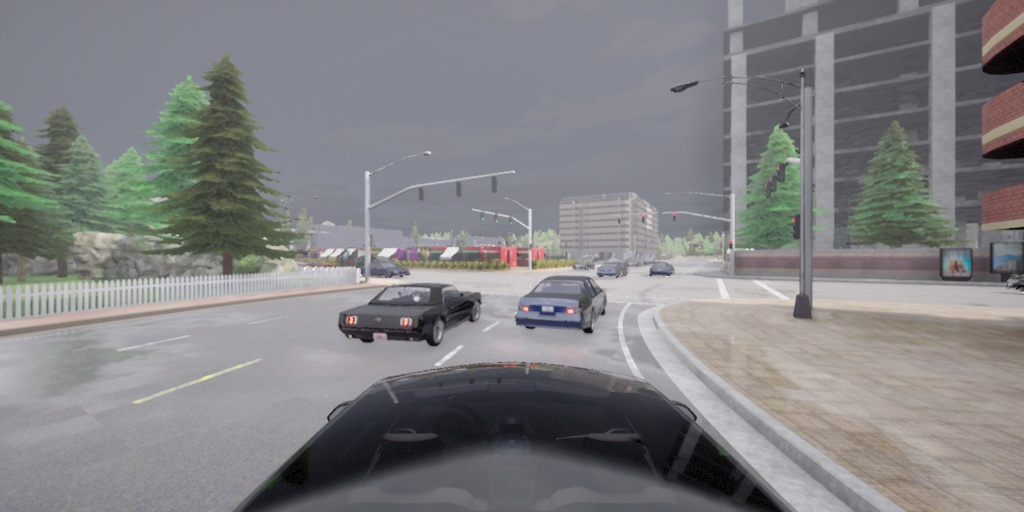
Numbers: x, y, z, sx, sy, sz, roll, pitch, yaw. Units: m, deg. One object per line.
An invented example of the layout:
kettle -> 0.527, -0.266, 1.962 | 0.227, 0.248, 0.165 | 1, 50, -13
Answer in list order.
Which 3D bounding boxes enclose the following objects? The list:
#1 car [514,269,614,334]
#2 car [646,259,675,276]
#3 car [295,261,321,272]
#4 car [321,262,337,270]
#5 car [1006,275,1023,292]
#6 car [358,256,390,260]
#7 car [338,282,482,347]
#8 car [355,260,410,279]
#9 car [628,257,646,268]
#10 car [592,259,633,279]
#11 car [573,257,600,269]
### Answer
car -> 1.705, 1.287, 10.768 | 2.033, 1.411, 5.357 | 0, 0, 20
car -> 15.376, 1.296, 36.690 | 1.994, 1.385, 4.181 | 0, 1, 30
car -> -24.093, 1.287, 40.481 | 4.674, 1.442, 1.812 | 1, 0, 30
car -> -23.791, 1.357, 44.361 | 4.718, 1.301, 1.895 | 0, 0, 30
car -> 28.786, 1.276, 17.941 | 4.902, 1.511, 2.128 | 0, 0, 30
car -> -14.570, 0.984, 38.969 | 5.566, 2.045, 2.150 | 0, 0, 30
car -> -2.234, 1.342, 9.421 | 1.895, 1.301, 4.718 | 0, 0, 11
car -> -11.951, 1.315, 33.373 | 5.357, 1.411, 2.033 | 0, 0, 31
car -> 20.201, 1.173, 59.484 | 2.128, 1.511, 4.902 | 0, 0, 30
car -> 9.447, 1.307, 33.392 | 2.033, 1.411, 5.357 | 0, 0, 30
car -> 9.676, 1.186, 48.242 | 2.128, 1.511, 4.902 | 0, 0, 30
